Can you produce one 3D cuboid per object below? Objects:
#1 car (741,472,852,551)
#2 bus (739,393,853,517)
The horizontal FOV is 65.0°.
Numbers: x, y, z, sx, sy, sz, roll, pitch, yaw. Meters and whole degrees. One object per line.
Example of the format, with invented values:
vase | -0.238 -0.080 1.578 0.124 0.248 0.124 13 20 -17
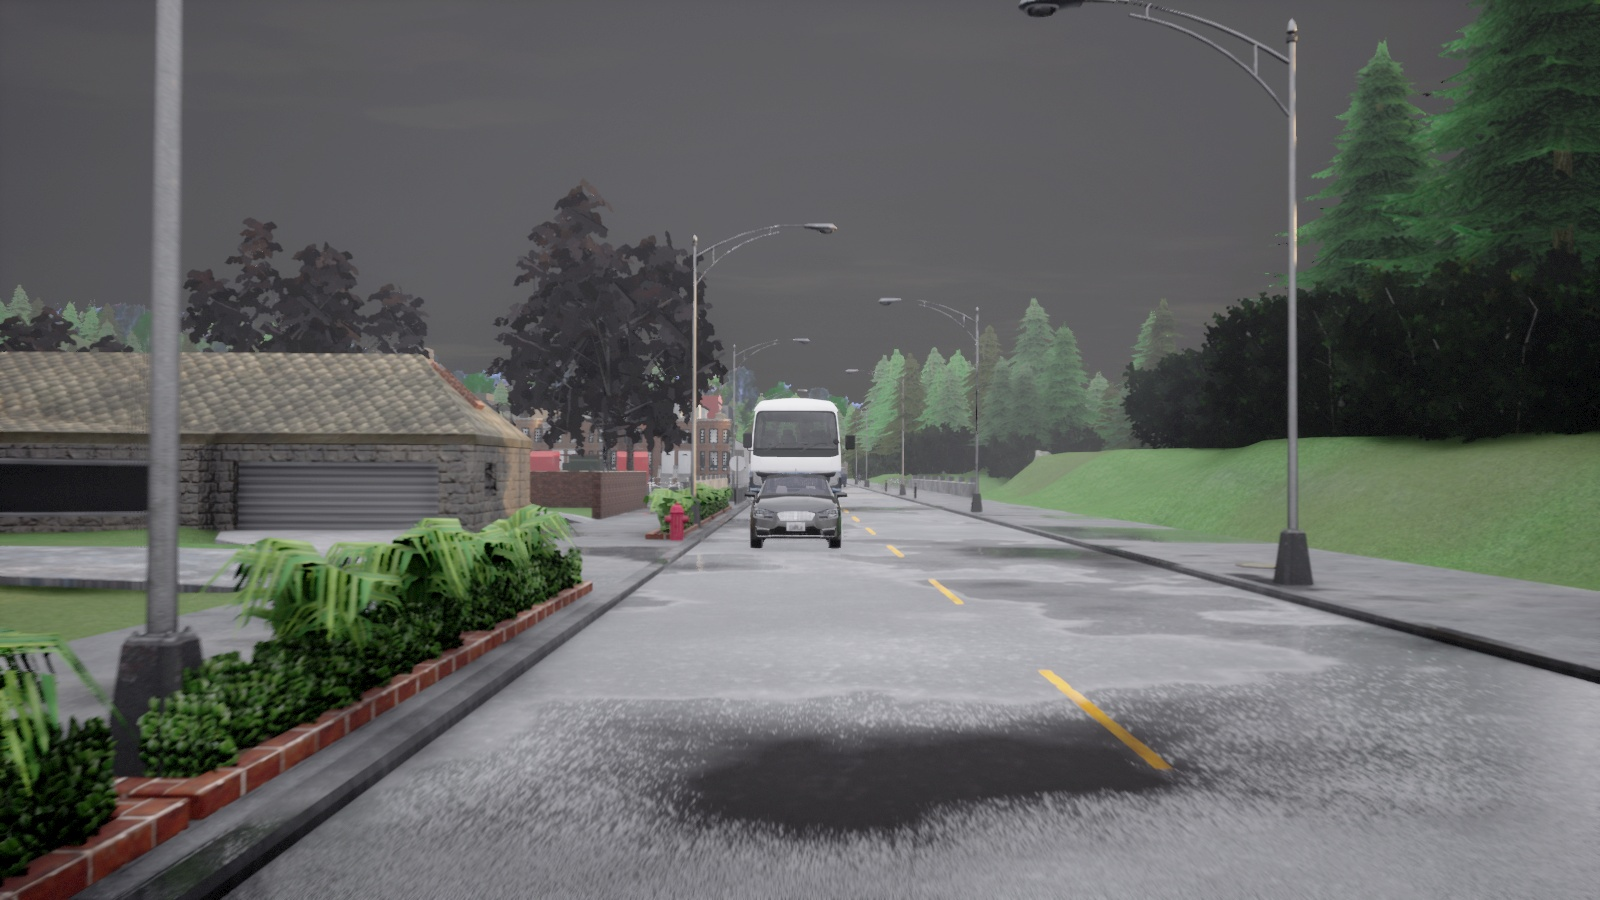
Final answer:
car | -0.076 1.217 26.632 2.128 1.511 4.902 0 -1 0
bus | -0.156 0.249 48.405 3.944 4.253 10.273 0 -1 0
